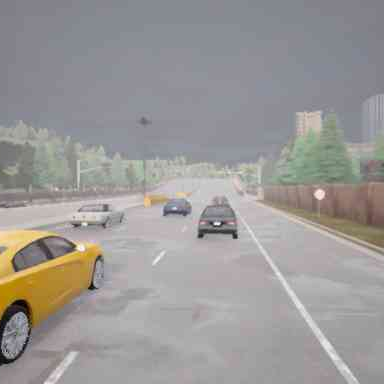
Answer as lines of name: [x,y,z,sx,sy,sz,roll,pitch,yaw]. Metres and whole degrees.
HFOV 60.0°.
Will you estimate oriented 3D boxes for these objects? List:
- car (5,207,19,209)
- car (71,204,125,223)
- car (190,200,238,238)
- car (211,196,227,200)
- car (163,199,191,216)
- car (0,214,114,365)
car: [-12.468,1.306,21.887,1.895,1.301,4.718,0,1,5]
car: [-5.449,1.355,19.733,1.895,1.301,4.718,0,1,5]
car: [1.292,1.360,16.545,2.033,1.411,5.357,0,1,5]
car: [3.095,1.134,36.774,2.033,1.411,5.357,0,1,5]
car: [-1.176,1.234,28.227,1.994,1.385,4.181,0,1,5]
car: [-3.096,1.399,5.776,1.882,1.535,5.008,0,0,4]
